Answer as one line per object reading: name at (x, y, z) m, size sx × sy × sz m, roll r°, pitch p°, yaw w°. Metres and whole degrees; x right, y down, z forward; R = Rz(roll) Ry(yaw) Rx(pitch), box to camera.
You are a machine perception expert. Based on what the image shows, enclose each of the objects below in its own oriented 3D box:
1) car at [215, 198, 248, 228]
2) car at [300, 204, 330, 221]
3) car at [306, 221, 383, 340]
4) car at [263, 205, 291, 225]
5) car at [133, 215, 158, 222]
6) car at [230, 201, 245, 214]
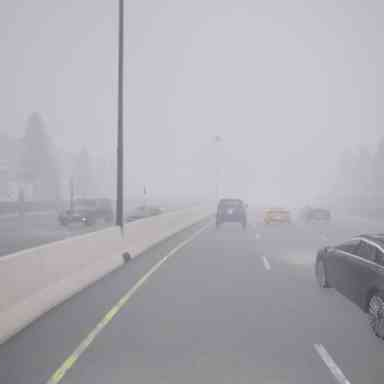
car at (3.023, 1.498, 25.080) m, size 2.150 × 2.045 × 5.566 m, roll 0°, pitch -1°, yaw 9°
car at (10.852, 1.847, 29.585) m, size 1.882 × 1.535 × 5.008 m, roll 0°, pitch -1°, yaw 9°
car at (3.944, 1.583, 6.591) m, size 2.128 × 1.511 × 4.902 m, roll 0°, pitch -1°, yaw 4°
car at (6.984, 1.804, 27.615) m, size 1.882 × 1.535 × 5.008 m, roll 0°, pitch -1°, yaw 9°
car at (-3.848, 1.813, 27.657) m, size 2.033 × 1.411 × 5.357 m, roll 0°, pitch -1°, yaw 9°
car at (6.187, 2.001, 44.464) m, size 1.837 × 1.490 × 4.892 m, roll 0°, pitch -1°, yaw 9°
